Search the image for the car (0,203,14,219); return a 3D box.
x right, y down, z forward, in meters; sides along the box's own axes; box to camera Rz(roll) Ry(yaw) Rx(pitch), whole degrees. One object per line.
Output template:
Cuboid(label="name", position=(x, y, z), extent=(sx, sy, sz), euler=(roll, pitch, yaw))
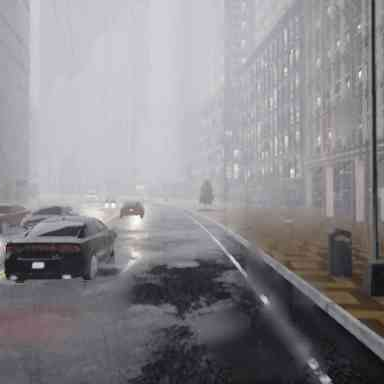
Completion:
Cuboid(label="car", position=(-10.784, 1.395, 18.862), extent=(1.882, 1.535, 5.008), euler=(0, 0, -5))

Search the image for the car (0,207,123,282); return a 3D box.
Cuboid(label="car", position=(-3.467, 1.437, 9.728), extent=(1.882, 1.535, 5.008), euler=(0, 0, -3))

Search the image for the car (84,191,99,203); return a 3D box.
Cuboid(label="car", position=(-17.966, 0.930, 59.587), extent=(2.150, 2.045, 5.566), euler=(0, 0, -15))

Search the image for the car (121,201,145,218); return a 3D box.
Cuboid(label="car", position=(-5.156, 1.434, 28.970), extent=(1.994, 1.385, 4.181), euler=(0, 0, -7))

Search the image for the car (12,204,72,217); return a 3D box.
Cuboid(label="car", position=(-7.439, 1.427, 17.780), extent=(1.837, 1.490, 4.892), euler=(0, 0, -5))

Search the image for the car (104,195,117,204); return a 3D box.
Cuboid(label="car", position=(-14.225, 1.217, 58.056), extent=(2.128, 1.511, 4.902), euler=(0, 0, -14))

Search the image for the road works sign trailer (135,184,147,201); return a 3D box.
Cuboid(label="road works sign trailer", position=(-10.966, 0.155, 70.750), extent=(2.380, 3.560, 2.880), euler=(0, 0, -19))
